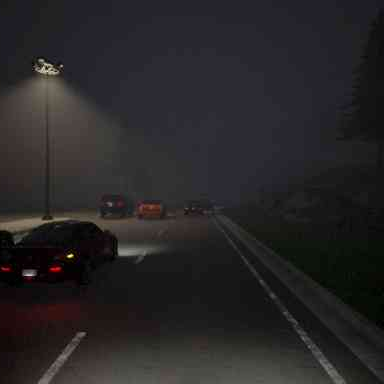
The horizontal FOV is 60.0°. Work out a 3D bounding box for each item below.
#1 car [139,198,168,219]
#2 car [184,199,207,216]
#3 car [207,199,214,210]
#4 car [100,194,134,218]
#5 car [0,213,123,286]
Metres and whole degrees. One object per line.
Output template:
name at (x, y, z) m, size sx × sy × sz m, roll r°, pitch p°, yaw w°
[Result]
car at (-3.355, 1.352, 29.559) m, size 2.097 × 1.767 × 4.553 m, roll 0°, pitch 0°, yaw 1°
car at (0.240, 1.548, 33.105) m, size 2.033 × 1.411 × 5.357 m, roll 0°, pitch 0°, yaw 2°
car at (1.625, 1.564, 43.311) m, size 1.994 × 1.385 × 4.181 m, roll 0°, pitch 0°, yaw 13°
car at (-6.846, 1.221, 30.831) m, size 2.150 × 2.045 × 5.566 m, roll 0°, pitch 0°, yaw 1°
car at (-3.400, 1.526, 9.268) m, size 1.812 × 1.442 × 4.674 m, roll 0°, pitch 0°, yaw 0°
